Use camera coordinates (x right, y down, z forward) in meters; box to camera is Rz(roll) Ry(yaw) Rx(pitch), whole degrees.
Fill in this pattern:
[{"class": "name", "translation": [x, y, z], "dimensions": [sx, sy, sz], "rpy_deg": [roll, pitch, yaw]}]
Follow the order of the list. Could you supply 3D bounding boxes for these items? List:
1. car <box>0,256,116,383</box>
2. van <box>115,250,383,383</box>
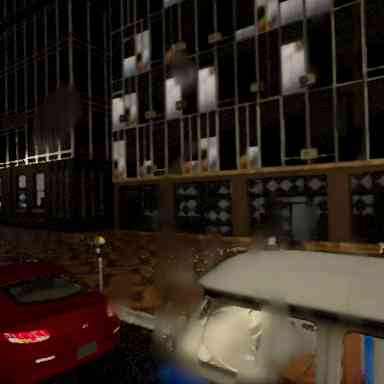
[{"class": "car", "translation": [-2.862, 1.633, 4.932], "dimensions": [4.206, 1.307, 1.802], "rpy_deg": [-1, -1, 36]}, {"class": "van", "translation": [1.622, 1.337, 1.740], "dimensions": [3.998, 1.788, 1.690], "rpy_deg": [-1, -1, 36]}]
